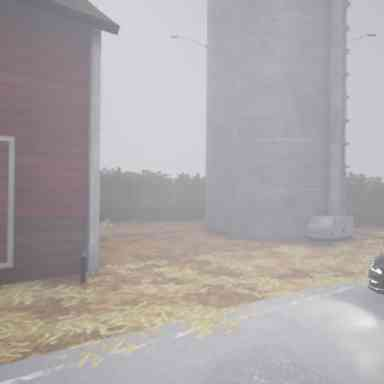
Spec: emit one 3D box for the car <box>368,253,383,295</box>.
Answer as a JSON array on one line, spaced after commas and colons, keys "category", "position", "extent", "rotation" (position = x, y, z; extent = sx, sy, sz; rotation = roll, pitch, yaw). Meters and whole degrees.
[{"category": "car", "position": [6.075, 1.623, 7.820], "extent": [4.892, 1.490, 1.837], "rotation": [1, -1, -34]}]
